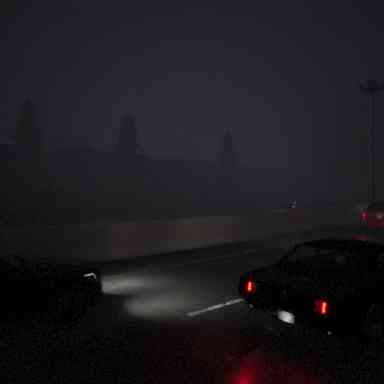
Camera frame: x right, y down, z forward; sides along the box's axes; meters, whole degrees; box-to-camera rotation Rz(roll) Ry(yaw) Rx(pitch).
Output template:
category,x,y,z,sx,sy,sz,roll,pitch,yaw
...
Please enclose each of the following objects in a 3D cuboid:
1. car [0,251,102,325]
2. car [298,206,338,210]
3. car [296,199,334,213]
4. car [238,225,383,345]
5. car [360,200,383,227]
category,x,y,z,sx,sy,sz,roll,pitch,yaw
car,-3.868,1.526,5.435,4.674,1.442,1.812,0,0,-36
car,11.157,1.444,29.114,2.128,1.511,4.902,0,0,43
car,13.779,1.488,36.990,2.033,1.411,5.357,0,0,43
car,3.140,1.589,6.418,4.718,1.301,1.895,0,0,-39
car,11.373,1.317,18.998,2.097,1.767,4.553,0,0,45
